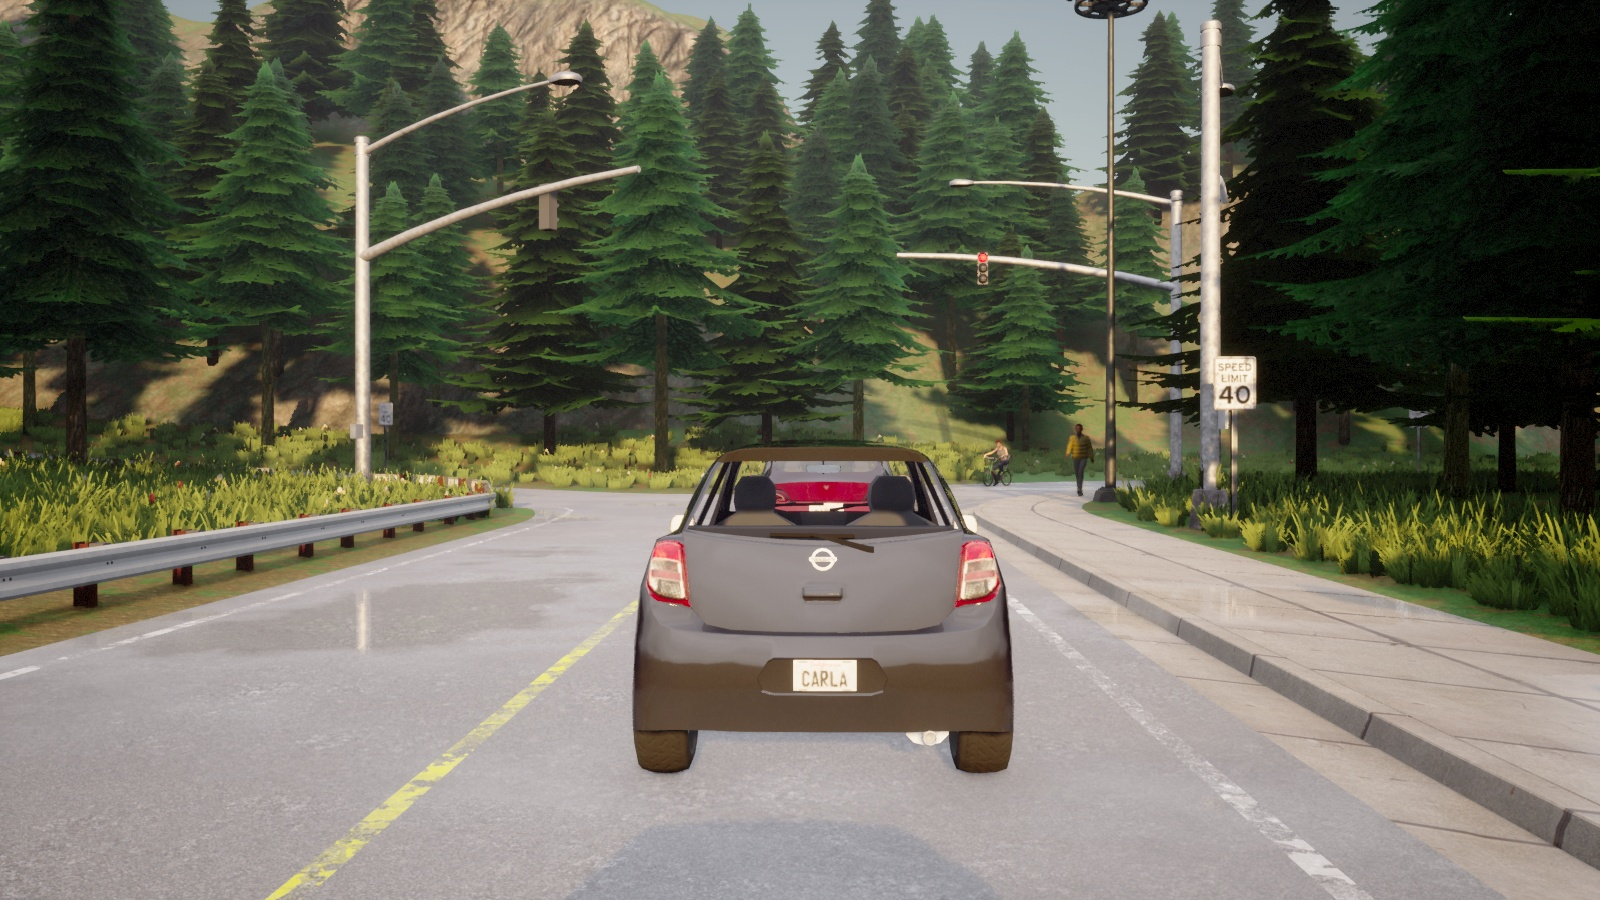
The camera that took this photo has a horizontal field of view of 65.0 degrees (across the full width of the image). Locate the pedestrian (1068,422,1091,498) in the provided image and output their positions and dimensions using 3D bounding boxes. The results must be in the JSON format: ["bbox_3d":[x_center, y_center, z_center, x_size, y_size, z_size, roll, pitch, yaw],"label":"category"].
[{"bbox_3d":[6.922,0.239,31.097,0.431,1.840,0.709,0,0,25],"label":"pedestrian"}]

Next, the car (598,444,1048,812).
[{"bbox_3d":[0.128,0.721,6.971,1.845,1.501,3.633,0,0,1],"label":"car"}]

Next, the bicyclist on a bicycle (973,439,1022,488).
[{"bbox_3d":[6.714,0.447,42.732,1.509,1.612,0.866,0,0,-41],"label":"bicyclist on a bicycle"}]
